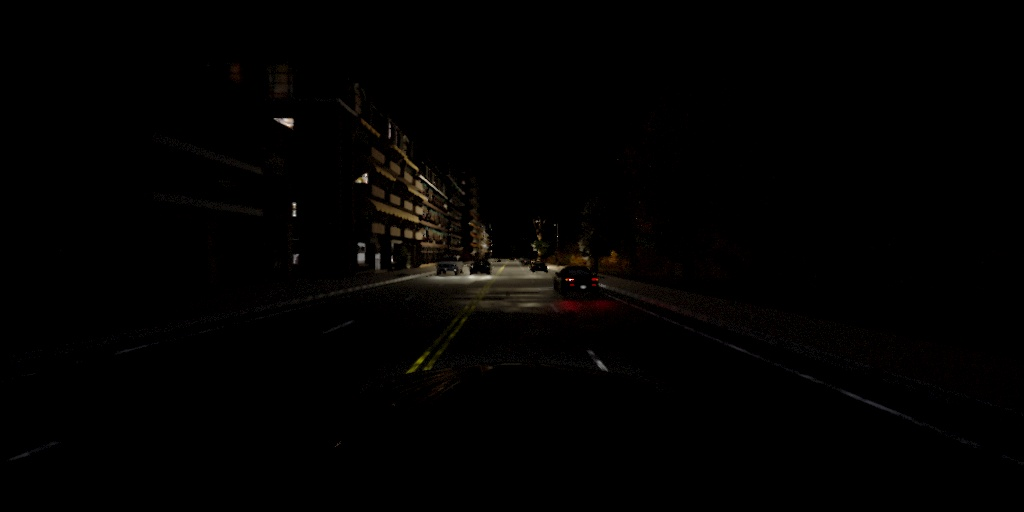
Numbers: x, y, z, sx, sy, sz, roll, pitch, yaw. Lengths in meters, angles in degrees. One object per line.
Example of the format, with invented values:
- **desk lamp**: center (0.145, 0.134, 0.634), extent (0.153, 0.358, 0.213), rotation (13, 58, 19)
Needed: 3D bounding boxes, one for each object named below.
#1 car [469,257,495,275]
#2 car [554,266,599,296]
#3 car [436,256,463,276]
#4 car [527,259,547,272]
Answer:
- **car**: center (-3.320, 1.106, 38.405), extent (2.097, 1.767, 4.553), rotation (0, 0, 0)
- **car**: center (3.349, 1.277, 19.123), extent (1.812, 1.442, 4.674), rotation (0, 0, 0)
- **car**: center (-6.569, 0.980, 38.375), extent (2.150, 2.045, 5.566), rotation (0, 0, 0)
- **car**: center (3.348, 1.320, 45.374), extent (1.994, 1.385, 4.181), rotation (0, 0, 0)
